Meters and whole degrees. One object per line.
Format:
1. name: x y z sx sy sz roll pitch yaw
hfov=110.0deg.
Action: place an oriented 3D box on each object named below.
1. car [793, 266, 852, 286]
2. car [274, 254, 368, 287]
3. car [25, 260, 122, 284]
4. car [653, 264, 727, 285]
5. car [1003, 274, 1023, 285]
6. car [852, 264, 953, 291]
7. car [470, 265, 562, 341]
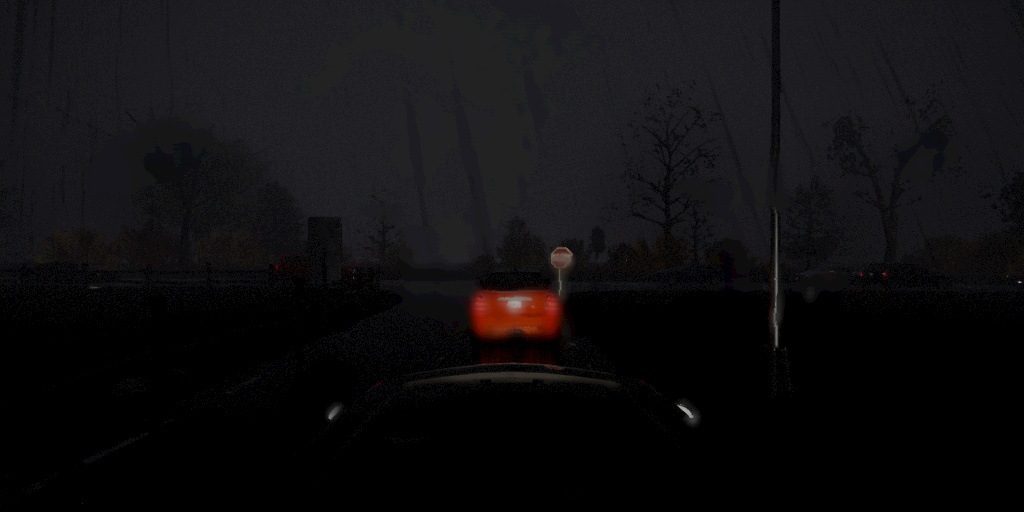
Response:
1. car: 23.523 1.438 26.560 4.674 1.442 1.812 0 0 0
2. car: -12.552 0.896 23.686 5.566 2.045 2.150 0 0 0
3. car: -28.899 1.028 23.727 5.008 1.535 1.882 0 0 0
4. car: 13.120 1.316 26.580 5.008 1.535 1.882 0 0 0
5. car: 39.750 1.626 26.498 4.718 1.301 1.895 0 0 0
6. car: 25.834 1.303 23.605 4.553 1.767 2.097 0 0 0
7. car: 0.076 1.100 9.996 2.097 1.767 4.553 0 0 -1
